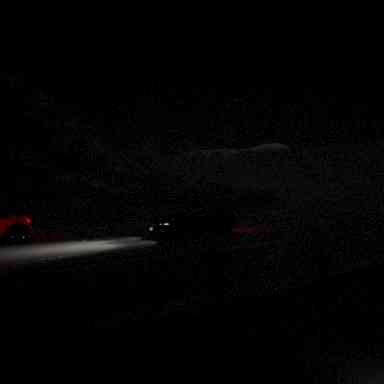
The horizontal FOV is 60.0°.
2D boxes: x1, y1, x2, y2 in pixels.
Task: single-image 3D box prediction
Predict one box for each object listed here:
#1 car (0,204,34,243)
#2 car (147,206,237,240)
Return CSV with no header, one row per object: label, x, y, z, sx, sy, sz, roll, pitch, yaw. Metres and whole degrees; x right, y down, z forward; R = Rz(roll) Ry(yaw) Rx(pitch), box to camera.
car,-9.430,1.345,14.362,4.553,1.767,2.097,0,0,-34
car,0.083,1.459,16.973,4.902,1.511,2.128,0,0,-36
